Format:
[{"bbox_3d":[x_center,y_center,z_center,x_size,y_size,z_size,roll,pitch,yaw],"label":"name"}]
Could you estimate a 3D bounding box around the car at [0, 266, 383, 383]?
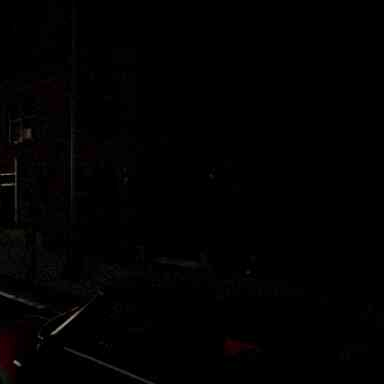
[{"bbox_3d":[-0.269,1.453,3.037,4.097,1.590,1.967,0,0,35],"label":"car"}]
